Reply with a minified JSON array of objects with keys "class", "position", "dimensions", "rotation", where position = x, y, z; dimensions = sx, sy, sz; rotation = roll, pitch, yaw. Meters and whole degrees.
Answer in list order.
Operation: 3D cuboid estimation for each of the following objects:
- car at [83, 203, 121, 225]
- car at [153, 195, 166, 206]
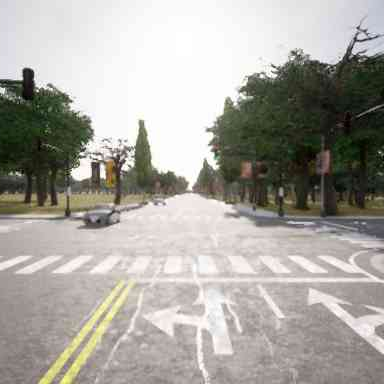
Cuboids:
[{"class":"car","position":[-6.506,1.605,24.490],"dimensions":[2.128,1.511,4.902],"rotation":[0,0,0]},{"class":"car","position":[-6.509,1.689,66.583],"dimensions":[2.150,2.045,5.566],"rotation":[0,0,0]}]
